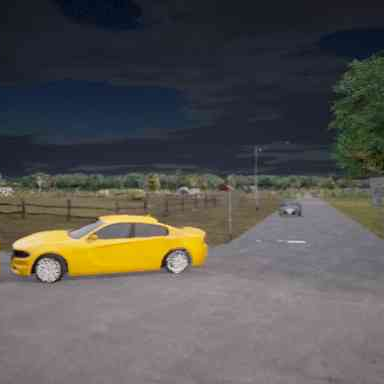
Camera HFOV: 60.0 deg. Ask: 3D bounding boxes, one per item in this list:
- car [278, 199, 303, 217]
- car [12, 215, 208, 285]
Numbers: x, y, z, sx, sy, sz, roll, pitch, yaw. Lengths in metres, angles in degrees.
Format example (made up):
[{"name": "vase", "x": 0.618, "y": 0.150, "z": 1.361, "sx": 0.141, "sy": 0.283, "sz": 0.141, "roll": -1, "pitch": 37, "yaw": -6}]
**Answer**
[{"name": "car", "x": 8.982, "y": 1.424, "z": 30.228, "sx": 2.128, "sy": 1.511, "sz": 4.902, "roll": -1, "pitch": 0, "yaw": 19}, {"name": "car", "x": -2.025, "y": 1.372, "z": 8.978, "sx": 5.008, "sy": 1.535, "sz": 1.882, "roll": 2, "pitch": 2, "yaw": -21}]
